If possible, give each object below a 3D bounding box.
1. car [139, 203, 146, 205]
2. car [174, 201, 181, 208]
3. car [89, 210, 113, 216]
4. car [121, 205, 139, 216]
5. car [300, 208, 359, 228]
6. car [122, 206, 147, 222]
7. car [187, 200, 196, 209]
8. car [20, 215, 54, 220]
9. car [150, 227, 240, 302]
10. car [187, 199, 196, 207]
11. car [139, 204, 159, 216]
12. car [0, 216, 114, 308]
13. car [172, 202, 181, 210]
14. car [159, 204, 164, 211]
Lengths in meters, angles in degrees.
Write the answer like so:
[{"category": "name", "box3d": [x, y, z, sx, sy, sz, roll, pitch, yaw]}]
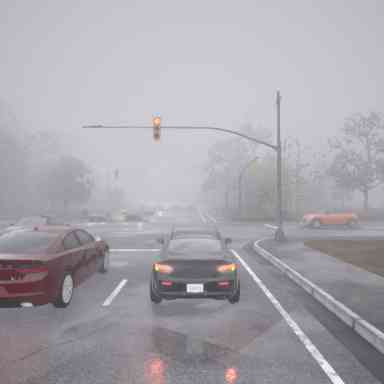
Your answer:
[{"category": "car", "box3d": [-10.641, 3.152, 71.275, 2.097, 1.767, 4.553, 0, 0, 0]}, {"category": "car", "box3d": [-3.774, 3.228, 86.907, 1.812, 1.442, 4.674, 0, 0, -4]}, {"category": "car", "box3d": [-10.678, 2.827, 39.368, 2.033, 1.411, 5.357, 0, -2, 0]}, {"category": "car", "box3d": [-10.698, 3.238, 56.274, 1.882, 1.535, 5.008, 0, -1, 0]}, {"category": "car", "box3d": [11.753, 2.164, 28.687, 4.553, 1.767, 2.097, 0, -3, -2]}, {"category": "car", "box3d": [-6.911, 2.796, 40.335, 1.882, 1.535, 5.008, 0, -2, -3]}, {"category": "car", "box3d": [-0.154, 3.305, 77.298, 1.994, 1.385, 4.181, 0, 0, 0]}, {"category": "car", "box3d": [-7.117, 1.787, 15.375, 1.812, 1.442, 4.674, 0, -2, 0]}, {"category": "car", "box3d": [0.064, 1.606, 8.286, 1.812, 1.442, 4.674, 0, -1, 0]}, {"category": "car", "box3d": [-0.265, 2.895, 87.032, 2.097, 1.767, 4.553, 0, 0, -4]}, {"category": "car", "box3d": [-7.199, 3.231, 55.862, 1.882, 1.535, 5.008, 0, -1, 0]}, {"category": "car", "box3d": [-3.433, 1.556, 8.141, 1.882, 1.535, 5.008, 0, -1, 0]}, {"category": "car", "box3d": [-3.653, 3.358, 76.996, 1.895, 1.301, 4.718, 0, 0, 0]}, {"category": "car", "box3d": [-7.140, 3.323, 71.121, 2.128, 1.511, 4.902, 0, 0, 0]}]
